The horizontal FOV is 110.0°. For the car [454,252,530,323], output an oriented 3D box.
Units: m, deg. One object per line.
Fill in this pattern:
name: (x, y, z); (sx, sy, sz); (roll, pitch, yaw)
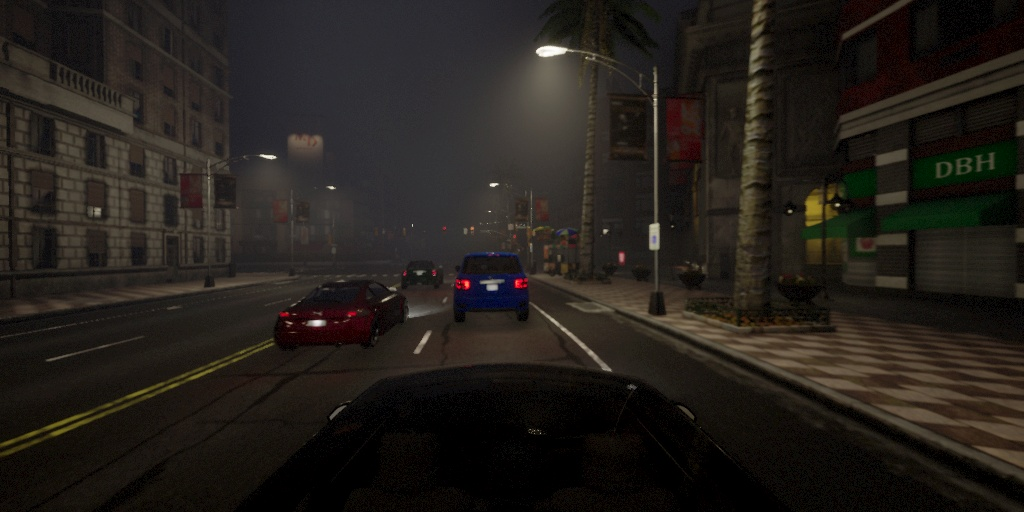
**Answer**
car: (-0.743, 0.895, 12.091); (2.150, 2.045, 5.566); (0, 0, -5)

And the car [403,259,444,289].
car: (-5.367, 0.978, 21.990); (2.097, 1.767, 4.553); (0, 0, -7)

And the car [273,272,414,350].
car: (-3.993, 1.281, 9.064); (1.994, 1.385, 4.181); (0, 0, -4)
